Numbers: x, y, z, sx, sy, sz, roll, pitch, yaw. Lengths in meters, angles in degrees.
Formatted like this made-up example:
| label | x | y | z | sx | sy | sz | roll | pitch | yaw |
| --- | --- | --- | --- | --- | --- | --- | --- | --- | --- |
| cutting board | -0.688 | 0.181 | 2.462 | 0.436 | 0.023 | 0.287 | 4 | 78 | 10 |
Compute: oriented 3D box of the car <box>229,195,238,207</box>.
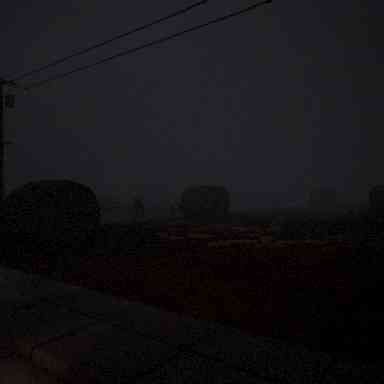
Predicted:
| label | x | y | z | sx | sy | sz | roll | pitch | yaw |
| --- | --- | --- | --- | --- | --- | --- | --- | --- | --- |
| car | 4.843 | 1.313 | 48.419 | 2.097 | 1.767 | 4.553 | 0 | 0 | 39 |

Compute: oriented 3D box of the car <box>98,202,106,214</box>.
| label | x | y | z | sx | sy | sz | roll | pitch | yaw |
| --- | --- | --- | --- | --- | --- | --- | --- | --- | --- |
| car | -10.058 | 1.466 | 29.701 | 1.837 | 1.490 | 4.892 | 0 | 0 | 38 |

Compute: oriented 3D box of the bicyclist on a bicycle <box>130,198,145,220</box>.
| label | x | y | z | sx | sy | sz | roll | pitch | yaw |
| --- | --- | --- | --- | --- | --- | --- | --- | --- | --- |
| bicyclist on a bicycle | -4.114 | 1.263 | 25.152 | 1.656 | 1.620 | 0.582 | 0 | 0 | 38 |

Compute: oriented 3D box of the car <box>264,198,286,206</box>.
| label | x | y | z | sx | sy | sz | roll | pitch | yaw |
| --- | --- | --- | --- | --- | --- | --- | --- | --- | --- |
| car | 13.459 | 1.563 | 53.426 | 1.895 | 1.301 | 4.718 | 0 | 0 | 39 |

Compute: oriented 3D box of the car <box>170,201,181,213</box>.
| label | x | y | z | sx | sy | sz | roll | pitch | yaw |
| --- | --- | --- | --- | --- | --- | --- | --- | --- | --- |
| car | -0.423 | 1.526 | 35.874 | 1.994 | 1.385 | 4.181 | 0 | 0 | 38 |
